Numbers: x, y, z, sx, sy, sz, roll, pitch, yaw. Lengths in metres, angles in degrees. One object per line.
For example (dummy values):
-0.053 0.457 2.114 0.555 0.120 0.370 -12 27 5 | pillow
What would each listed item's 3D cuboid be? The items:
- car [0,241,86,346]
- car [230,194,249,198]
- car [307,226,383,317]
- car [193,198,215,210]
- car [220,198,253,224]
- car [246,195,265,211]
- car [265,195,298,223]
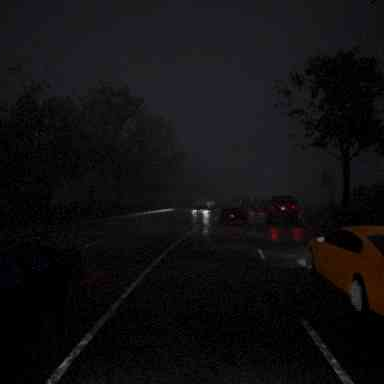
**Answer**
-3.365 1.538 5.111 2.033 1.411 5.357 0 0 3 | car
6.755 1.238 47.028 2.150 2.045 5.566 0 0 24 | car
4.049 1.489 7.442 1.882 1.535 5.008 0 0 4 | car
1.678 1.517 43.884 1.812 1.442 4.674 0 0 22 | car
3.280 1.487 25.030 1.882 1.535 5.008 0 0 13 | car
8.585 1.519 41.762 2.128 1.511 4.902 0 0 21 | car
7.074 1.246 26.031 2.150 2.045 5.566 0 0 14 | car
